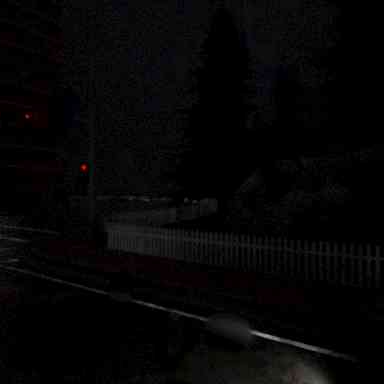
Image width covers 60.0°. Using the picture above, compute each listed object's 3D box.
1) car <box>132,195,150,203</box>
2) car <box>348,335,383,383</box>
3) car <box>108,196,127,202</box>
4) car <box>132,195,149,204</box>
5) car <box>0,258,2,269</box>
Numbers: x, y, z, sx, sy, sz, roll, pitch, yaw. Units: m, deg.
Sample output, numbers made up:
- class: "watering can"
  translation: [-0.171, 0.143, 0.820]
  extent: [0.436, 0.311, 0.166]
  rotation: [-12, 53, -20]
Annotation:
- class: "car"
  translation: [-11.006, 1.474, 71.239]
  extent: [1.812, 1.442, 4.674]
  rotation: [0, 0, -39]
- class: "car"
  translation: [3.555, 1.547, 1.456]
  extent: [5.357, 1.411, 2.033]
  rotation: [0, 0, 36]
- class: "car"
  translation: [-16.140, 1.546, 71.946]
  extent: [4.718, 1.301, 1.895]
  rotation: [0, 0, 44]
- class: "car"
  translation: [-9.294, 1.475, 61.429]
  extent: [1.812, 1.442, 4.674]
  rotation: [0, 0, -25]
- class: "car"
  translation: [-7.268, 1.549, 9.436]
  extent: [5.357, 1.411, 2.033]
  rotation: [0, 0, 40]
